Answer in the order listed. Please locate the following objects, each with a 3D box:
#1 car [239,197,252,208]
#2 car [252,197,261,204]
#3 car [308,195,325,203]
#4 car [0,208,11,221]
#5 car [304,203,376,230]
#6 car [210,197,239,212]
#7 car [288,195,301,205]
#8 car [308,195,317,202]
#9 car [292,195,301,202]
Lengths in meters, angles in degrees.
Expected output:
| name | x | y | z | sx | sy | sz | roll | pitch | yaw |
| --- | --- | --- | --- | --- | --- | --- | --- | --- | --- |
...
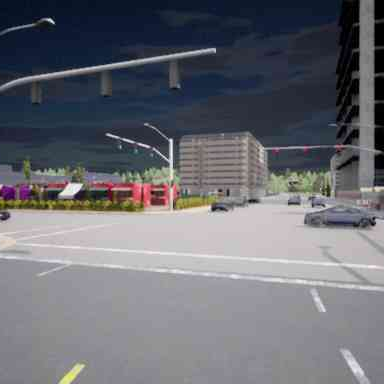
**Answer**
| name | x | y | z | sx | sy | sz | roll | pitch | yaw |
| --- | --- | --- | --- | --- | --- | --- | --- | --- | --- |
| car | 6.993 | 1.457 | 48.184 | 1.837 | 1.490 | 4.892 | 0 | 0 | 19 |
| car | 11.391 | 1.540 | 61.120 | 1.895 | 1.301 | 4.718 | 0 | 0 | 19 |
| car | 18.640 | 1.497 | 49.276 | 2.033 | 1.411 | 5.357 | 0 | 0 | 19 |
| car | -16.445 | 1.596 | 26.162 | 4.181 | 1.385 | 1.994 | 0 | 0 | 19 |
| car | 9.331 | 1.583 | 21.183 | 4.181 | 1.385 | 1.994 | 0 | 0 | 19 |
| car | 3.648 | 1.510 | 38.298 | 2.033 | 1.411 | 5.357 | 0 | 0 | 19 |
| car | 17.630 | 1.506 | 57.243 | 1.994 | 1.385 | 4.181 | 0 | 0 | 19 |
| car | 28.108 | 1.445 | 77.696 | 1.812 | 1.442 | 4.674 | 0 | 0 | 19 |
| car | 24.686 | 1.461 | 78.503 | 2.033 | 1.411 | 5.357 | 0 | 0 | 19 |
